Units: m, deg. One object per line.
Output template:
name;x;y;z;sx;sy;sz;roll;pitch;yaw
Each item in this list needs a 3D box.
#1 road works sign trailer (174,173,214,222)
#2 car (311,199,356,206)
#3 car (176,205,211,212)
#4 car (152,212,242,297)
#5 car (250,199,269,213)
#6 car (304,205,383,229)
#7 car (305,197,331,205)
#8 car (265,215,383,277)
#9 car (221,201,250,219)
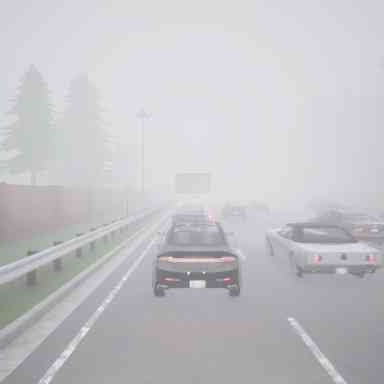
road works sign trailer;0.075;0.460;22.943;2.380;3.560;2.880;0;0;-1
car;10.612;1.500;24.109;1.837;1.490;4.892;0;0;0
car;0.020;1.471;19.024;1.882;1.535;5.008;0;0;5
car;0.104;1.490;8.574;2.128;1.511;4.902;0;0;0
car;7.117;1.519;36.298;1.812;1.442;4.674;0;0;0
car;7.109;1.545;15.461;2.033;1.411;5.357;0;0;0
car;14.117;1.345;36.924;2.097;1.767;4.553;0;0;0
car;3.604;1.599;10.201;1.895;1.301;4.718;0;0;0
car;3.621;1.520;29.279;1.812;1.442;4.674;0;0;0
